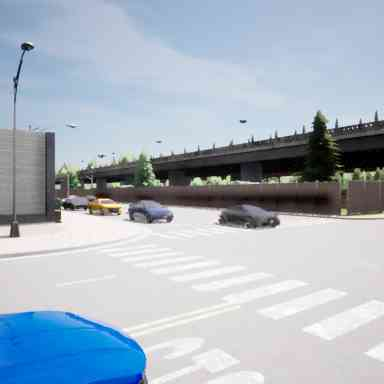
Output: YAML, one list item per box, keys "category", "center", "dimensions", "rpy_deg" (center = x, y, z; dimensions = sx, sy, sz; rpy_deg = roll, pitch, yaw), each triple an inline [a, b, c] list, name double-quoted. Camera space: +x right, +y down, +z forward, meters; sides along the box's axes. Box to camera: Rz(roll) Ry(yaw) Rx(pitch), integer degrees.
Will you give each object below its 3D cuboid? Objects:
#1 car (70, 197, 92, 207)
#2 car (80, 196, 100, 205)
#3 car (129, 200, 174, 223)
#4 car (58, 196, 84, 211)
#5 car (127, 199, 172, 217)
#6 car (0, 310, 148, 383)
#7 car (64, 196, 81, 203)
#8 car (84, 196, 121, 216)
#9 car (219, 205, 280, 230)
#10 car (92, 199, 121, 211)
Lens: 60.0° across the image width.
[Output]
- category: "car"
  center: [-16.804, 1.470, 50.175]
  dimensions: [1.812, 1.442, 4.674]
  rpy_deg: [0, 0, -35]
- category: "car"
  center: [-17.819, 1.422, 57.832]
  dimensions: [1.882, 1.535, 5.008]
  rpy_deg: [0, 0, -36]
- category: "car"
  center: [-3.204, 1.470, 25.015]
  dimensions: [1.812, 1.442, 4.674]
  rpy_deg: [0, 0, -36]
- category: "car"
  center: [-14.267, 1.492, 40.499]
  dimensions: [2.033, 1.411, 5.357]
  rpy_deg: [0, 0, -35]
- category: "car"
  center: [-4.274, 1.492, 32.528]
  dimensions: [2.033, 1.411, 5.357]
  rpy_deg: [0, 0, -35]
- category: "car"
  center: [-2.624, 1.478, 1.902]
  dimensions: [5.008, 1.535, 1.882]
  rpy_deg: [0, 0, -36]
- category: "car"
  center: [-23.745, 1.469, 65.951]
  dimensions: [1.812, 1.442, 4.674]
  rpy_deg: [0, 0, -36]
- category: "car"
  center: [-8.571, 1.422, 32.520]
  dimensions: [1.882, 1.535, 5.008]
  rpy_deg: [0, 0, -36]
- category: "car"
  center: [3.623, 1.539, 21.476]
  dimensions: [1.994, 1.385, 4.181]
  rpy_deg: [0, 1, -36]
- category: "car"
  center: [-10.813, 1.546, 41.699]
  dimensions: [1.895, 1.301, 4.718]
  rpy_deg: [0, 0, -36]
